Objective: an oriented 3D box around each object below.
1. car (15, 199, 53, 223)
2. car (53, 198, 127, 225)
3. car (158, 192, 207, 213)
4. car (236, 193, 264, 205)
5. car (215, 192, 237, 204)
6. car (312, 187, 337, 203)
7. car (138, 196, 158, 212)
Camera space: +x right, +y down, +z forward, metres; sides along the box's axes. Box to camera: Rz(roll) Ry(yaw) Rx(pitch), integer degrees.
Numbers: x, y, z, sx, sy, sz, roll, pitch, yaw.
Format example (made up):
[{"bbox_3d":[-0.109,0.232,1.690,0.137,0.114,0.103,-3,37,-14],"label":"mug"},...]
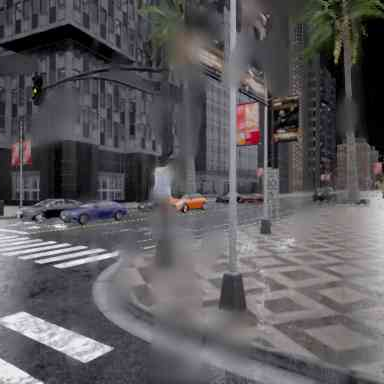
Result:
[{"bbox_3d":[-9.607,1.215,23.112,2.128,1.511,4.902,0,1,36],"label":"car"},{"bbox_3d":[-6.381,1.238,21.996,1.812,1.442,4.674,0,1,36],"label":"car"},{"bbox_3d":[-0.576,0.887,30.211,2.097,1.767,4.553,0,1,35],"label":"car"},{"bbox_3d":[7.836,0.888,42.051,1.895,1.301,4.718,0,1,36],"label":"car"},{"bbox_3d":[4.913,0.768,43.550,1.882,1.535,5.008,0,1,36],"label":"car"},{"bbox_3d":[17.866,0.390,44.658,2.150,2.045,5.566,0,1,35],"label":"car"},{"bbox_3d":[-3.178,1.053,32.165,1.812,1.442,4.674,0,1,35],"label":"car"}]
